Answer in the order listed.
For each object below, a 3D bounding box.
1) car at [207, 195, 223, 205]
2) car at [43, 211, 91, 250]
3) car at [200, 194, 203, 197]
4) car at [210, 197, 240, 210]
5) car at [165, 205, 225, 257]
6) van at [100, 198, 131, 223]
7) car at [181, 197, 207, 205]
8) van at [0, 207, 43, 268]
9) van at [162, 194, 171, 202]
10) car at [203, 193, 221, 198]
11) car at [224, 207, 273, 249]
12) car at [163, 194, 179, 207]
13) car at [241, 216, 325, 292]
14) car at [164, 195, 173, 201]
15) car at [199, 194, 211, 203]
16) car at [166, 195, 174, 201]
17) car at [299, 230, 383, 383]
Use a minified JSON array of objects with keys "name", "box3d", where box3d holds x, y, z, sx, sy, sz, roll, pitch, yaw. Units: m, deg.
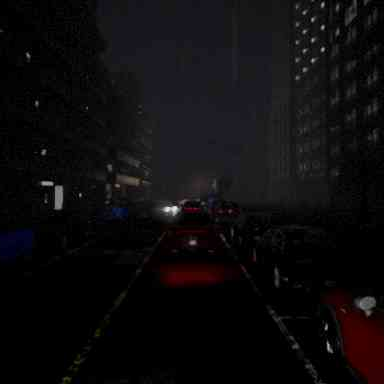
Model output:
[{"name":"car","box3d":[3.136,1.437,38.967,1.882,1.535,5.008,0,0,0]},{"name":"car","box3d":[-5.689,1.527,14.184,1.887,1.381,4.507,0,0,0]},{"name":"car","box3d":[2.686,1.504,63.889,2.008,1.369,4.403,0,0,0]},{"name":"car","box3d":[2.691,1.410,25.229,1.967,1.590,4.097,0,0,0]},{"name":"car","box3d":[0.062,1.462,12.935,1.882,1.535,5.008,0,0,1]},{"name":"van","box3d":[-5.690,1.311,25.229,1.690,1.788,3.998,0,0,0]},{"name":"car","box3d":[0.067,1.473,29.005,1.837,1.490,4.892,0,1,0]},{"name":"van","box3d":[-5.688,1.330,8.661,1.690,1.788,3.998,0,0,0]},{"name":"van","box3d":[-5.695,1.295,74.934,1.690,1.788,3.998,0,0,0]},{"name":"car","box3d":[3.102,1.185,45.997,2.150,2.045,5.566,0,0,0]},{"name":"car","box3d":[2.692,1.533,14.185,2.008,1.369,4.403,0,0,0]},{"name":"car","box3d":[-3.087,1.447,50.690,2.128,1.511,4.902,0,0,0]},{"name":"car","box3d":[2.692,1.540,8.661,2.008,1.369,4.403,0,0,0]},{"name":"car","box3d":[-5.696,1.480,80.288,1.752,1.417,4.829,0,0,0]},{"name":"car","box3d":[2.686,1.268,69.413,2.192,1.841,5.009,0,0,0]},{"name":"car","box3d":[-5.697,1.524,85.980,1.947,1.339,4.313,0,0,0]},{"name":"car","box3d":[2.693,1.436,3.138,1.967,1.590,4.097,0,0,0]}]
